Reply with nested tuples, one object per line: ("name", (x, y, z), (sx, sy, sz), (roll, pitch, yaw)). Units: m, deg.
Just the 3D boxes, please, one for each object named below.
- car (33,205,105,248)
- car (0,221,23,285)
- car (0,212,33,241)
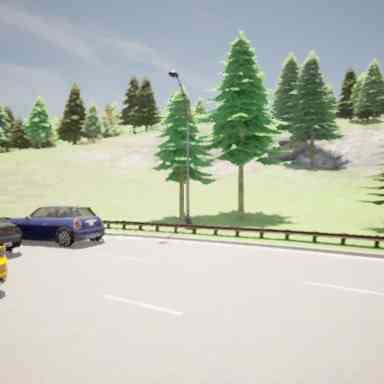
("car", (-6.275, 1.382, 15.026), (4.553, 1.767, 2.097), (0, 0, 22))
("car", (-6.435, 1.498, 7.573), (5.008, 1.535, 1.882), (0, 0, 26))
("car", (-8.522, 1.536, 12.188), (4.892, 1.490, 1.837), (0, 0, 21))
